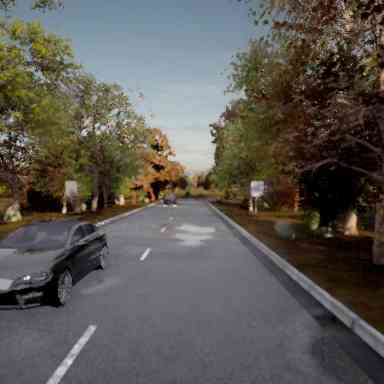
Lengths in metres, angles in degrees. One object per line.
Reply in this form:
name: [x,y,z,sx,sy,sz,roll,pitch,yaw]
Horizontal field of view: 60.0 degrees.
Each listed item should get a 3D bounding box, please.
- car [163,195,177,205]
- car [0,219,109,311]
car: [-3.320,1.186,51.142,1.837,1.490,4.892,0,0,0]
car: [-3.351,1.448,7.920,2.128,1.511,4.902,0,0,0]
